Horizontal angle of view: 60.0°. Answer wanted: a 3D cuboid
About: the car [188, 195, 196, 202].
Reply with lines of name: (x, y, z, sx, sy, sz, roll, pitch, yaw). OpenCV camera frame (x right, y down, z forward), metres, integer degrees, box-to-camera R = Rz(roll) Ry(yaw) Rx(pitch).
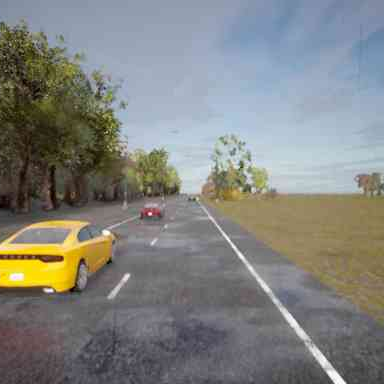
car: (-0.013, 1.504, 82.127, 2.097, 1.767, 4.553, 0, 0, 0)

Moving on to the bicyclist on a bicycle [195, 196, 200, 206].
bicyclist on a bicycle: (0.952, 1.600, 56.284, 0.866, 1.612, 1.509, 0, 0, 0)

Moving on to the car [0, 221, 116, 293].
car: (-3.402, 1.503, 8.929, 1.882, 1.535, 5.008, 0, 0, 0)

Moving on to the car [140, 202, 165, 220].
car: (-3.406, 1.610, 29.342, 1.812, 1.442, 4.674, 0, 0, 0)

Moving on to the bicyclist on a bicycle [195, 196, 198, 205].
bicyclist on a bicycle: (0.952, 1.641, 64.551, 0.582, 1.620, 1.656, 0, -1, 0)
